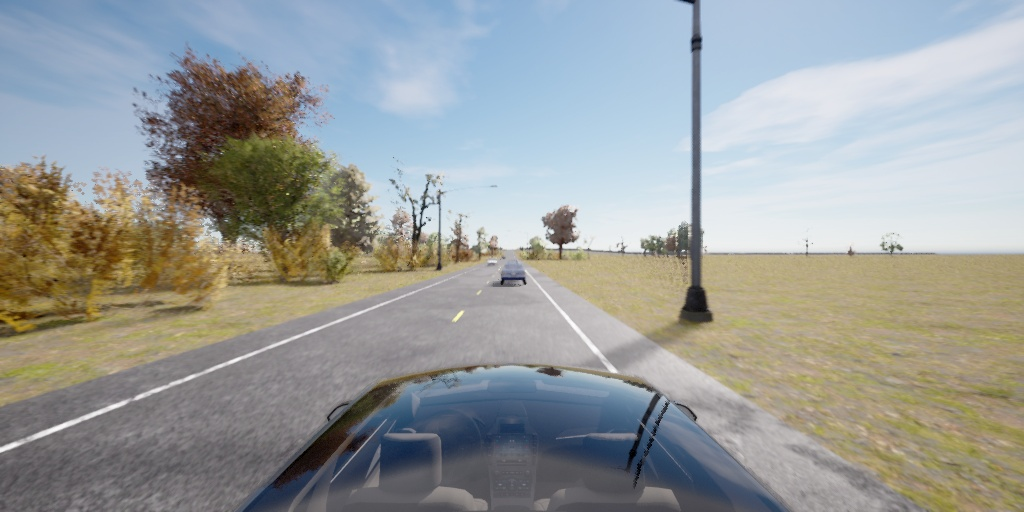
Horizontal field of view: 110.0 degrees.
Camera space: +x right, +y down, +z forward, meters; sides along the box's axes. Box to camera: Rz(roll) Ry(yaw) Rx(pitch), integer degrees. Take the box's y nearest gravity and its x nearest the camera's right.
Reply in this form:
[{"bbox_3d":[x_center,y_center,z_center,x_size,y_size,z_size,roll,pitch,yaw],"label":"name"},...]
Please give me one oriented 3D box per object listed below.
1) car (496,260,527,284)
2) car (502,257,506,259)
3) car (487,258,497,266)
[{"bbox_3d":[0.099,1.217,26.272,2.033,1.411,5.357,0,0,0],"label":"car"},{"bbox_3d":[0.098,1.176,43.236,1.994,1.385,4.181,0,0,0],"label":"car"},{"bbox_3d":[-3.516,1.059,64.744,1.812,1.442,4.674,0,0,1],"label":"car"}]
